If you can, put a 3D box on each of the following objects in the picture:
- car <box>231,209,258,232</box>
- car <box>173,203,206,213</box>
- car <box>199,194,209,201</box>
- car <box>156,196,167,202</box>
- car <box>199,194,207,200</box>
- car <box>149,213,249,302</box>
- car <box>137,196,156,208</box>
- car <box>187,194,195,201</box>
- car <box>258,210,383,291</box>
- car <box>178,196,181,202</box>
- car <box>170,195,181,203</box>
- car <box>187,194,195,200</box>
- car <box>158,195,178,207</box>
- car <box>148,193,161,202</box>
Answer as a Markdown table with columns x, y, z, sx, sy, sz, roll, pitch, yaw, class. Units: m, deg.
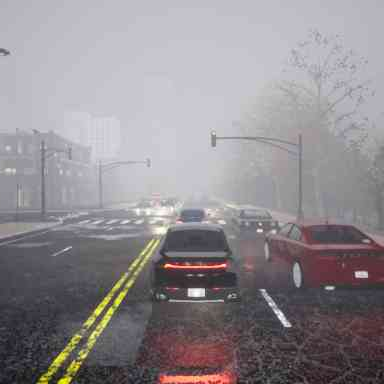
| x | y | z | sx | sy | sz | roll | pitch | yaw | class |
| --- | --- | --- | --- | --- | --- | --- | --- | --- | --- |
| 3.290 | 1.597 | 18.383 | 1.895 | 1.301 | 4.718 | 0 | 0 | 0 | car |
| 0.019 | 1.522 | 17.293 | 1.812 | 1.442 | 4.674 | 0 | 0 | 0 | car |
| 2.980 | 1.320 | 79.909 | 2.097 | 1.767 | 4.553 | 0 | 0 | 0 | car |
| -6.749 | 1.570 | 74.271 | 1.895 | 1.301 | 4.718 | 0 | 0 | 0 | car |
| 2.946 | 1.324 | 89.942 | 2.128 | 1.511 | 4.902 | 0 | 0 | 0 | car |
| 0.074 | 1.503 | 8.210 | 1.837 | 1.490 | 4.892 | 0 | 0 | 0 | car |
| -6.767 | 1.587 | 48.389 | 1.895 | 1.301 | 4.718 | 0 | 0 | 0 | car |
| -0.270 | 1.489 | 79.928 | 1.812 | 1.442 | 4.674 | 0 | 0 | 0 | car |
| 3.320 | 1.476 | 9.017 | 1.882 | 1.535 | 5.008 | 0 | 0 | 0 | car |
| -3.525 | 1.545 | 59.562 | 1.994 | 1.385 | 4.181 | 0 | 0 | 0 | car |
| -3.494 | 1.501 | 72.648 | 2.128 | 1.511 | 4.902 | 0 | 0 | 0 | car |
| -0.304 | 1.351 | 89.931 | 1.994 | 1.385 | 4.181 | 0 | 0 | 0 | car |
| -3.509 | 1.550 | 50.044 | 1.994 | 1.385 | 4.181 | 0 | 0 | 0 | car |
| -6.771 | 1.205 | 61.219 | 2.150 | 2.045 | 5.566 | 0 | 0 | 0 | car |
